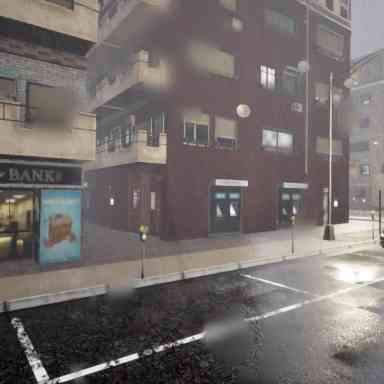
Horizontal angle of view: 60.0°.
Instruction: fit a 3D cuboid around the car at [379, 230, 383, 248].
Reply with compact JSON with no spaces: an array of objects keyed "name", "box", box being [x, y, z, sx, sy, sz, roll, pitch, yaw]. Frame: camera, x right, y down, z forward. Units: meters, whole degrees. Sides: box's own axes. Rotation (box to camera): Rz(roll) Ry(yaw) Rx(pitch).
[{"name":"car","box":[9.106,1.554,13.147,4.403,1.369,2.008,0,1,-35]}]
